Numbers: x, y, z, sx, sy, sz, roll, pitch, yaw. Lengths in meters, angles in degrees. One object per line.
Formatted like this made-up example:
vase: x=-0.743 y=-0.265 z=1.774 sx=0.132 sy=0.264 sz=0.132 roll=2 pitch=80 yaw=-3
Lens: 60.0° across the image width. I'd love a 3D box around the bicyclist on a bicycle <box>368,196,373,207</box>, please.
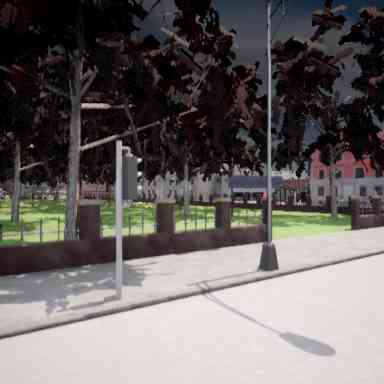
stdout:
bicyclist on a bicycle: x=23.935 y=1.323 z=44.518 sx=1.656 sy=1.620 sz=0.582 roll=0 pitch=0 yaw=-36
